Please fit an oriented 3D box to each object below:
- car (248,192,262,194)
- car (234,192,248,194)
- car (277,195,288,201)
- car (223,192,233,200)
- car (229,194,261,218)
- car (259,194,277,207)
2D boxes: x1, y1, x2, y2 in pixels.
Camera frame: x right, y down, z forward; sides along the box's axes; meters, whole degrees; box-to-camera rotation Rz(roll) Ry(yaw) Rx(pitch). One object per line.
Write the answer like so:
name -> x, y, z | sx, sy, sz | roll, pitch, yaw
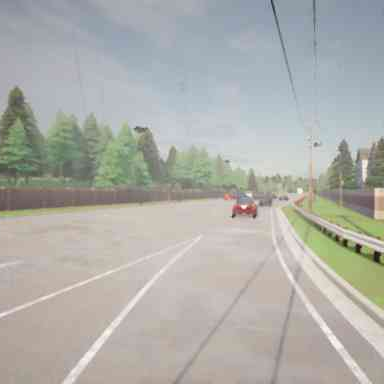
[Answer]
car -> 16.697, 1.306, 87.352 | 2.097, 1.767, 4.553 | 0, 0, 20
car -> 13.285, 1.164, 88.208 | 2.150, 2.045, 5.566 | 0, 0, 20
car -> 23.713, 1.529, 86.172 | 1.994, 1.385, 4.181 | 0, 0, 20
car -> 9.994, 1.152, 89.400 | 2.150, 2.045, 5.566 | 0, 0, 20
car -> 4.925, 1.334, 30.446 | 2.097, 1.767, 4.553 | 0, 0, 13
car -> 11.699, 1.471, 52.609 | 2.128, 1.511, 4.902 | 0, 0, 20
